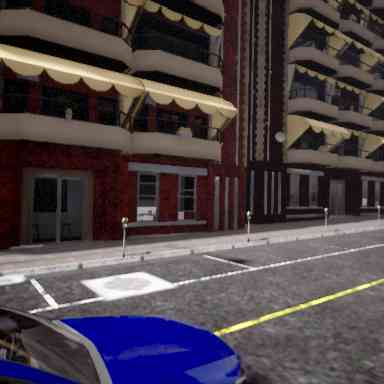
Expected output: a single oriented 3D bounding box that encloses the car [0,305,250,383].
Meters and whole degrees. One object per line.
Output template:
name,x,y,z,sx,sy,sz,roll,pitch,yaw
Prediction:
car,-1.631,1.519,2.116,4.674,1.442,1.812,0,0,-36
